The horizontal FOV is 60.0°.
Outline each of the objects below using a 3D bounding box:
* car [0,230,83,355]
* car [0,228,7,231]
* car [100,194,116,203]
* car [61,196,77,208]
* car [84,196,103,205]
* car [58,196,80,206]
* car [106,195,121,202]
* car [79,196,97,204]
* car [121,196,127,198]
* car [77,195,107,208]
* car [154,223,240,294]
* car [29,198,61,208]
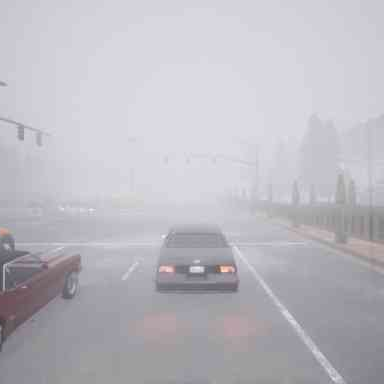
[{"bbox_3d":[-3.404,1.601,5.496,1.895,1.301,4.718,0,0,0],"label":"car"},{"bbox_3d":[-6.907,1.352,9.161,2.097,1.767,4.553,0,0,0],"label":"car"},{"bbox_3d":[-17.556,1.355,69.743,2.097,1.767,4.553,0,0,0],"label":"car"},{"bbox_3d":[-17.619,1.526,49.410,1.812,1.442,4.674,0,0,0],"label":"car"},{"bbox_3d":[-17.612,1.478,59.445,1.882,1.535,5.008,0,0,1],"label":"car"},{"bbox_3d":[-21.117,1.478,57.269,1.882,1.535,5.008,0,0,0],"label":"car"},{"bbox_3d":[-14.121,1.601,57.358,1.895,1.301,4.718,0,0,0],"label":"car"},{"bbox_3d":[-21.054,1.525,67.609,2.128,1.511,4.902,0,0,0],"label":"car"},{"bbox_3d":[-14.056,1.491,67.802,2.128,1.511,4.902,0,0,0],"label":"car"},{"bbox_3d":[-14.136,1.547,47.286,2.033,1.411,5.357,0,0,0],"label":"car"},{"bbox_3d":[0.093,1.547,8.951,2.033,1.411,5.357,0,0,0],"label":"car"},{"bbox_3d":[-21.136,1.547,47.398,2.033,1.411,5.357,0,0,0],"label":"car"}]
